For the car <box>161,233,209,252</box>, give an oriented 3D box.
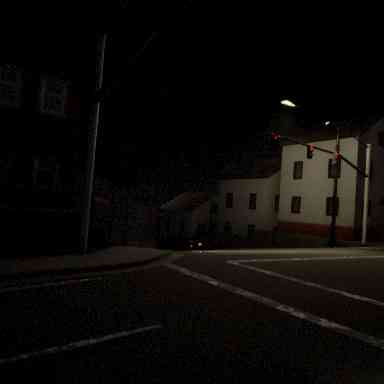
[{"bbox_3d":[-0.582,3.776,25.049,1.994,1.385,4.181,6,-12,-35],"label":"car"}]
